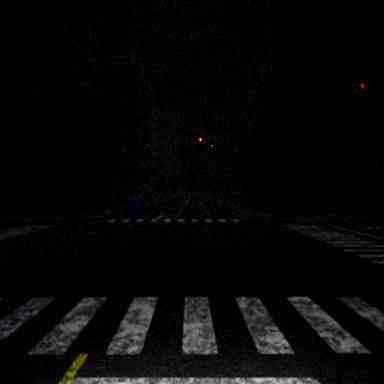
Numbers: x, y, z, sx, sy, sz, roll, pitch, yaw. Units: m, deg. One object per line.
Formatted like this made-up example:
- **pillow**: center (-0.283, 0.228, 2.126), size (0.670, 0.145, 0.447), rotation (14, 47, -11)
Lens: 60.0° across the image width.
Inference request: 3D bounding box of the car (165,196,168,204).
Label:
- **car**: center (-5.599, 1.556, 56.340), size (1.947, 1.339, 4.313), rotation (0, 0, 0)

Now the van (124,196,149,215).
- **van**: center (-5.706, 1.335, 33.667), size (1.690, 1.788, 3.998), rotation (0, 0, 0)

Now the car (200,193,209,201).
- **car**: center (3.060, 1.290, 84.651), size (2.192, 1.841, 5.009), rotation (0, 0, 0)

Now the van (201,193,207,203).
- **van**: center (2.927, 1.331, 56.305), size (1.690, 1.788, 3.998), rotation (0, 0, 0)

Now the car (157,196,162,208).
- **car**: center (-5.652, 1.559, 45.003), size (1.947, 1.339, 4.313), rotation (0, 0, 0)

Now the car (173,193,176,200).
- **car**: center (-5.492, 1.504, 78.843), size (1.752, 1.417, 4.829), rotation (0, 0, 0)

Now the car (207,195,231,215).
- **car**: center (2.820, 1.435, 33.629), size (1.967, 1.590, 4.097), rotation (0, 0, 0)

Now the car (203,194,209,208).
- **car**: center (2.873, 1.433, 44.967), size (1.967, 1.590, 4.097), rotation (0, 0, 0)

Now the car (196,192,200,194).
- **car**: center (0.343, 1.367, 74.037), size (1.994, 1.385, 4.181), rotation (0, 0, 0)

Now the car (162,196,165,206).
- **car**: center (-5.625, 1.574, 50.672), size (1.802, 1.307, 4.206), rotation (0, 0, 0)

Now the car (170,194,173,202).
- **car**: center (-5.545, 1.551, 67.676), size (1.947, 1.339, 4.313), rotation (0, 0, 0)

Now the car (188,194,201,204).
- **car**: center (0.297, 1.551, 64.000), size (1.994, 1.385, 4.181), rotation (0, 0, 0)

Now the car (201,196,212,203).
- **car**: center (2.981, 1.536, 67.644), size (2.008, 1.369, 4.403), rotation (0, 0, 0)

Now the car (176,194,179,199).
- **car**: center (-5.438, 1.286, 90.349), size (2.192, 1.841, 5.009), rotation (0, 0, 0)

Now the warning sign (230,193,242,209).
- **warning sign**: center (5.249, 1.109, 39.611), size (1.300, 1.860, 1.060), rotation (0, 0, 0)

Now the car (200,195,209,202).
- **car**: center (3.034, 1.419, 78.982), size (1.967, 1.590, 4.097), rotation (0, 0, 0)

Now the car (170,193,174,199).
- **car**: center (-5.518, 1.527, 73.344), size (1.887, 1.381, 4.507), rotation (0, 0, 0)

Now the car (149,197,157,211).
- **car**: center (-5.679, 1.434, 39.335), size (1.967, 1.590, 4.097), rotation (0, 0, 0)

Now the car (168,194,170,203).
- **car**: center (-5.573, 1.513, 61.838), size (1.752, 1.417, 4.829), rotation (0, 0, 0)
